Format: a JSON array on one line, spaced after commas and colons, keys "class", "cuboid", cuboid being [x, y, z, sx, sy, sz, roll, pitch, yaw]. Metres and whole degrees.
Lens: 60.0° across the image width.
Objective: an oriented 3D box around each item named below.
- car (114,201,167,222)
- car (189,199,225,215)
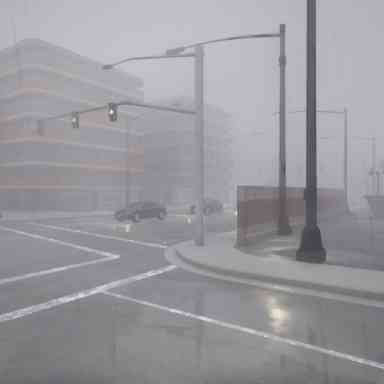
[{"class": "car", "cuboid": [-3.961, 1.505, 26.320, 1.837, 1.490, 4.892, 0, 0, 35]}, {"class": "car", "cuboid": [1.627, 1.505, 34.444, 1.837, 1.490, 4.892, 0, 0, 35]}]
